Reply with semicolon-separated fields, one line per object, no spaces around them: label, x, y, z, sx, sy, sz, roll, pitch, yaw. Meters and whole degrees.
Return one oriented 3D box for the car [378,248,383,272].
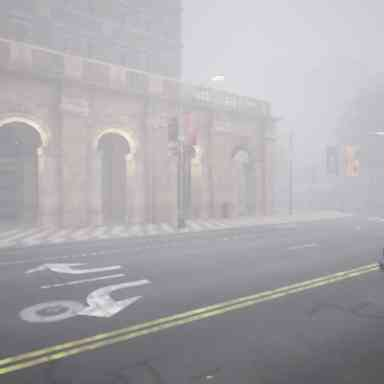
car;7.080;1.525;8.909;5.357;1.411;2.033;0;0;-35
